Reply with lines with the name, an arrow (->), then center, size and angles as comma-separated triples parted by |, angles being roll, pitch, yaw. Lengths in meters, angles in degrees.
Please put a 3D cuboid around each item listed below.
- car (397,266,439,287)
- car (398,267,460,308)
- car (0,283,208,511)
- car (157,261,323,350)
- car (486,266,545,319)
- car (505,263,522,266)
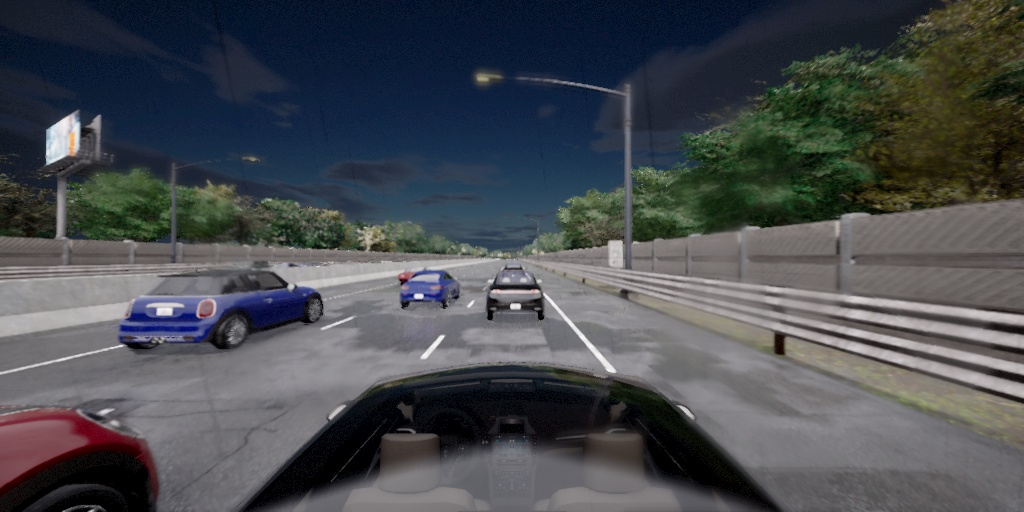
car -> -6.882, 1.436, 26.749 | 1.895, 1.301, 4.718 | 0, 0, 0
car -> -3.390, 1.316, 15.358 | 1.812, 1.442, 4.674 | 0, 0, 0
car -> -3.402, 1.098, 0.474 | 2.097, 1.767, 4.553 | 0, 0, 0
car -> -6.898, 1.124, 9.261 | 2.097, 1.767, 4.553 | 0, 0, 0
car -> 0.106, 1.274, 12.926 | 2.128, 1.511, 4.902 | 0, 0, 0
car -> 0.119, 1.343, 30.345 | 2.128, 1.511, 4.902 | 0, 0, 0
